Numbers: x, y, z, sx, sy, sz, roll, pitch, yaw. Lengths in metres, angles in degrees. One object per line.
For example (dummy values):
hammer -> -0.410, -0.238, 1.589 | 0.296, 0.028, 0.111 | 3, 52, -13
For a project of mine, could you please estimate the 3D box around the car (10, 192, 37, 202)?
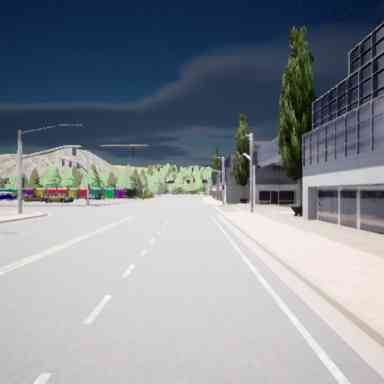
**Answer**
car -> -42.453, 1.116, 83.893 | 4.605, 1.855, 1.932 | 0, 0, 0

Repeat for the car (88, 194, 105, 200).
car -> -24.919, 1.361, 86.796 | 3.806, 1.475, 1.970 | 0, 0, 0

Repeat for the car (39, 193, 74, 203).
car -> -24.966, 1.115, 61.383 | 4.605, 1.855, 1.932 | 0, 0, 0

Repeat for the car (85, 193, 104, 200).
car -> -24.932, 1.121, 83.901 | 3.866, 1.878, 1.905 | 0, 0, 0

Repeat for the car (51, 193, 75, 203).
car -> -24.909, 1.118, 64.277 | 3.866, 1.878, 1.905 | 0, 0, 0
